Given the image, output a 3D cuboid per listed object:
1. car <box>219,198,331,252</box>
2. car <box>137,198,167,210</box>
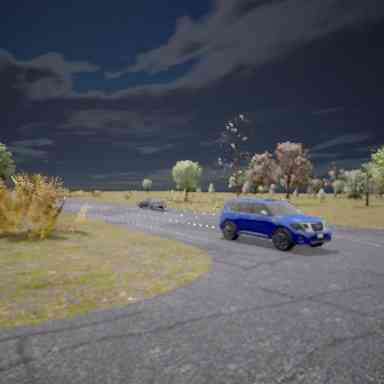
[{"bbox_3d":[3.494,1.336,15.242,2.150,2.045,5.566,0,0,-33],"label":"car"},{"bbox_3d":[-5.109,1.458,41.598,2.033,1.411,5.357,0,0,-33],"label":"car"}]
